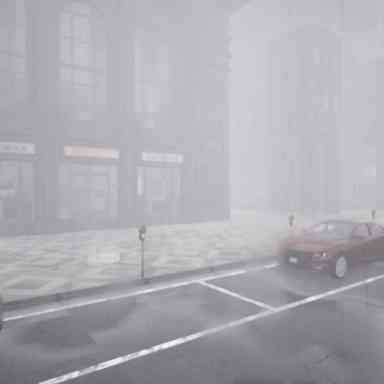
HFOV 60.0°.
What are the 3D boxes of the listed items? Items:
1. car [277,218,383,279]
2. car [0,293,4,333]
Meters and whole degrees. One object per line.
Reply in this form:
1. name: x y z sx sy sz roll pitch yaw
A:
1. car: 4.416 1.480 9.796 4.507 1.381 1.887 0 1 -36
2. car: -4.705 1.330 3.288 5.009 1.841 2.192 -1 1 -36
